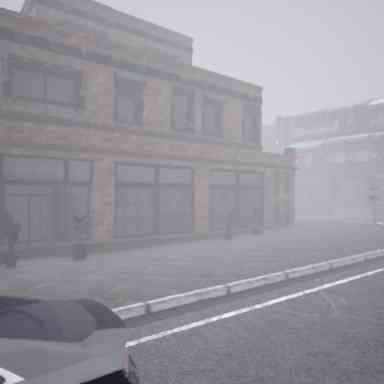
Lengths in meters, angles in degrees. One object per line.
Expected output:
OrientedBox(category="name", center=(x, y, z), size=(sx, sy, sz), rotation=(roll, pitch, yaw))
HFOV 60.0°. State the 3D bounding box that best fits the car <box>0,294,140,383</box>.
OrientedBox(category="car", center=(-2.664, 1.496, 1.791), size=(4.902, 1.511, 2.128), rotation=(0, 0, -35))
